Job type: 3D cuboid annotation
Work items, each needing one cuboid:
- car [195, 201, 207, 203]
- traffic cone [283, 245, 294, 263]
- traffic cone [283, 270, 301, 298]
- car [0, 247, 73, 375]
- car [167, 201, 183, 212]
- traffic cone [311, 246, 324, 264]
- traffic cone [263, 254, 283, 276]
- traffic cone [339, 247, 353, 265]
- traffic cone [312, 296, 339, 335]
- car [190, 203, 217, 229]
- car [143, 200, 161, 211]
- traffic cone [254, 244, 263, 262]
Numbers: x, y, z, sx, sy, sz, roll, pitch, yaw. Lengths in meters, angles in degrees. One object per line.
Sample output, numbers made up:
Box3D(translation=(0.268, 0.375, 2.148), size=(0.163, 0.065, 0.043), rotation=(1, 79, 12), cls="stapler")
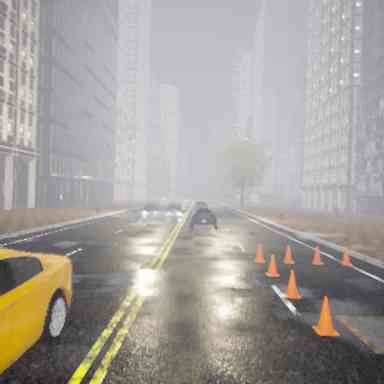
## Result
Box3D(translation=(1.183, 1.889, 44.089), size=(1.882, 1.535, 5.008), rotation=(2, 0, 1), cls="car")
Box3D(translation=(3.373, 2.155, 11.634), size=(0.340, 0.580, 0.340), rotation=(2, 0, 1), cls="traffic cone")
Box3D(translation=(2.304, 2.090, 7.653), size=(0.340, 0.580, 0.340), rotation=(2, 0, 1), cls="traffic cone")
Box3D(translation=(-2.967, 1.421, 3.616), size=(1.882, 1.535, 5.008), rotation=(2, -1, 1), cls="car")
Box3D(translation=(-2.246, 1.913, 44.308), size=(1.895, 1.301, 4.718), rotation=(2, -1, 1), cls="car")
Box3D(translation=(4.372, 2.185, 11.618), size=(0.340, 0.580, 0.340), rotation=(2, 0, 1), cls="traffic cone")
Box3D(translation=(2.339, 2.108, 9.653), size=(0.340, 0.580, 0.340), rotation=(2, 0, 1), cls="traffic cone")
Box3D(translation=(5.371, 2.214, 11.599), size=(0.340, 0.580, 0.340), rotation=(2, 0, 1), cls="traffic cone")
Box3D(translation=(2.269, 2.072, 5.654), size=(0.340, 0.580, 0.340), rotation=(2, 0, 1), cls="traffic cone")
Box3D(translation=(0.830, 1.755, 23.924), size=(1.812, 1.442, 4.674), rotation=(2, 0, 1), cls="car")
Box3D(translation=(-5.467, 1.830, 45.740), size=(1.895, 1.301, 4.718), rotation=(2, 0, 1), cls="car")
Box3D(translation=(2.373, 2.126, 11.653), size=(0.340, 0.580, 0.340), rotation=(2, 0, 1), cls="traffic cone")
